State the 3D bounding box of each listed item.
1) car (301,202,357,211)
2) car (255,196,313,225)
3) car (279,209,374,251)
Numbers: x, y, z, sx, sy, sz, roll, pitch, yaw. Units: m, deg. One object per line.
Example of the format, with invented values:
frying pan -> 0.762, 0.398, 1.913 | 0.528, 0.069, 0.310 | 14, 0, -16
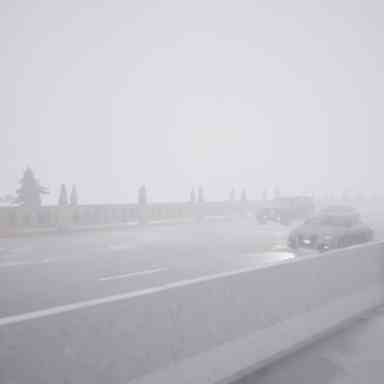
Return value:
car -> 9.267, 1.588, 21.462 | 4.892, 1.490, 1.837 | 0, 0, -43
car -> 6.908, 1.321, 24.050 | 5.566, 2.045, 2.150 | 1, -1, -43
car -> 5.653, 1.617, 13.419 | 4.181, 1.385, 1.994 | 0, 0, -42
